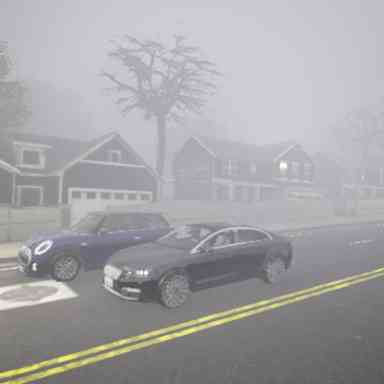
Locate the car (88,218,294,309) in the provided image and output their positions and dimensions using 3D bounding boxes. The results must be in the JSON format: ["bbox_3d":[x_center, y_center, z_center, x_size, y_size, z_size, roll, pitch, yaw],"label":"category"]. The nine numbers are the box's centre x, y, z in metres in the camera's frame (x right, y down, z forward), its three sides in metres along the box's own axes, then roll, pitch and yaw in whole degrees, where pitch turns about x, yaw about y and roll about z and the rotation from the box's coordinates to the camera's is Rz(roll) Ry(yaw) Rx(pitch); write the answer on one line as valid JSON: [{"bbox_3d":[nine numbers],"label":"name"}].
[{"bbox_3d":[0.367,1.493,7.938,4.902,1.511,2.128,0,0,-35],"label":"car"}]

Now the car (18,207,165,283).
[{"bbox_3d":[-2.557,1.353,9.846,4.553,1.767,2.097,0,0,-36],"label":"car"}]
